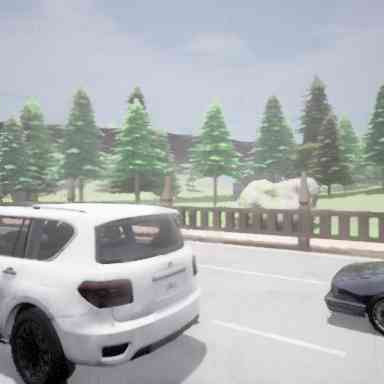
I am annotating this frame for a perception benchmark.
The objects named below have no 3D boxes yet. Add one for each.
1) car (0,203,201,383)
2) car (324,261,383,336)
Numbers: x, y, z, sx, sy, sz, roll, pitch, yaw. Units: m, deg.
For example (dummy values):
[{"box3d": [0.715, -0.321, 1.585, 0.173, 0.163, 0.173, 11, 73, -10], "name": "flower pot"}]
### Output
[{"box3d": [-2.517, 1.200, 5.438, 5.566, 2.045, 2.150, 0, 0, 33], "name": "car"}, {"box3d": [4.868, 1.519, 4.762, 5.357, 1.411, 2.033, 0, 0, 35], "name": "car"}]
